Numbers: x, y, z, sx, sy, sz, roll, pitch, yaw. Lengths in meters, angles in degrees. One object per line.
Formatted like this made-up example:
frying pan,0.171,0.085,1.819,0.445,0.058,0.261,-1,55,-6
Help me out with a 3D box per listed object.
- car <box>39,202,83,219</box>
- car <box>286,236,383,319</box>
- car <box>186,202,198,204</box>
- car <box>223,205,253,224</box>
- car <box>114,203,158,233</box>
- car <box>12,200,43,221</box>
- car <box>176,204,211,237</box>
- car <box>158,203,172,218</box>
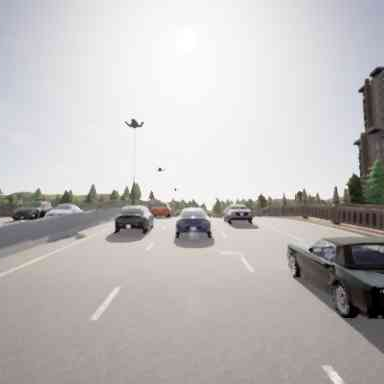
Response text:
car,-10.567,1.739,27.804,1.812,1.442,4.674,0,-2,0
car,3.590,1.631,7.367,1.895,1.301,4.718,0,0,0
car,0.040,1.961,36.736,2.097,1.767,4.553,0,-4,0
car,3.558,1.708,26.273,2.033,1.411,5.357,0,-1,0
car,-3.432,1.598,20.350,1.837,1.490,4.892,0,0,0
car,-14.054,1.632,29.808,2.097,1.767,4.553,0,-2,0
car,0.071,1.606,18.457,1.812,1.442,4.674,0,0,0
car,-3.460,2.075,38.419,2.097,1.767,4.553,0,-4,0
